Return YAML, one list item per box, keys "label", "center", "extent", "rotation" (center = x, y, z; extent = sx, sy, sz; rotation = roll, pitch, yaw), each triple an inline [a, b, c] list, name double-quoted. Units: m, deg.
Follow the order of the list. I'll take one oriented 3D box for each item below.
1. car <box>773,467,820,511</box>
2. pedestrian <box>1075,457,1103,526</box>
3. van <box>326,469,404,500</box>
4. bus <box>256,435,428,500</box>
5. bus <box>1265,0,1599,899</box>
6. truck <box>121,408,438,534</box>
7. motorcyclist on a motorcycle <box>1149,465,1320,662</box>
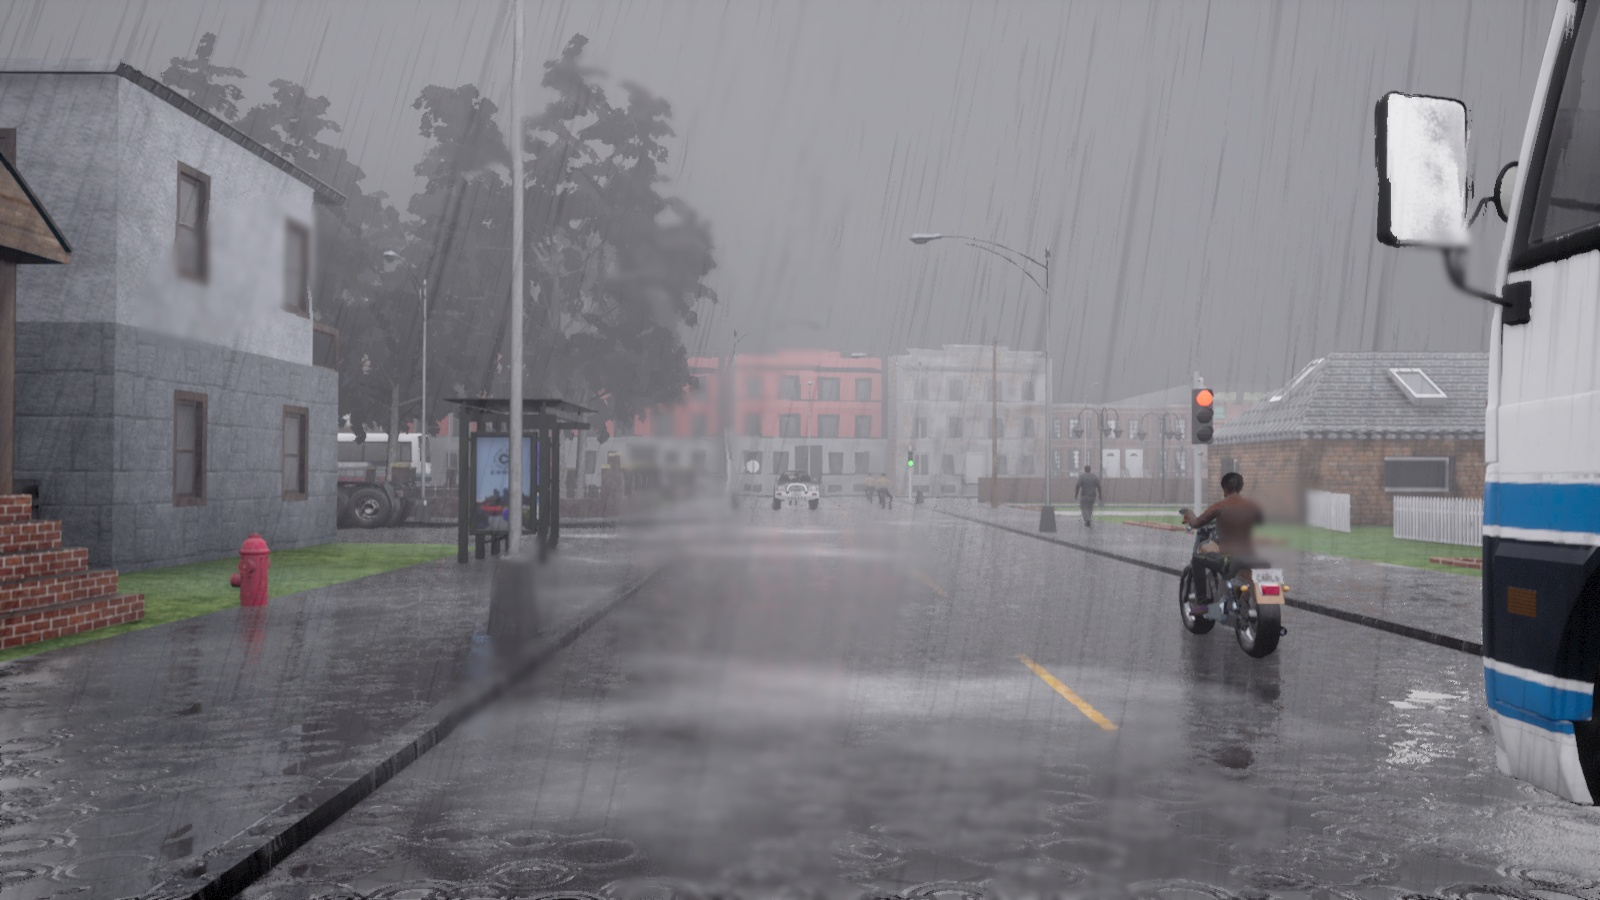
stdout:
- label: "car"
  center: [-0.186, 1.697, 55.780]
  extent: [1.932, 1.855, 4.605]
  rotation: [0, -1, -2]
- label: "pedestrian"
  center: [8.022, 1.153, 34.895]
  extent: [0.563, 1.883, 0.849]
  rotation: [0, -1, -1]
- label: "van"
  center: [-28.115, 2.230, 81.273]
  extent: [4.442, 1.987, 1.775]
  rotation: [0, -1, 0]
- label: "bus"
  center: [-30.972, 1.188, 85.283]
  extent: [10.273, 4.253, 3.944]
  rotation: [0, -1, 0]
- label: "bus"
  center: [4.001, -0.568, 0.311]
  extent: [3.944, 4.253, 10.273]
  rotation: [0, -1, 0]
- label: "truck"
  center: [-14.828, 0.586, 36.276]
  extent: [7.936, 3.462, 2.891]
  rotation: [0, -1, -4]
- label: "motorcyclist on a motorcycle"
  center: [3.972, 0.976, 11.707]
  extent: [0.766, 1.649, 2.350]
  rotation: [0, -1, 0]
